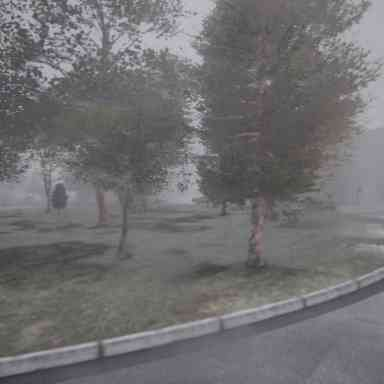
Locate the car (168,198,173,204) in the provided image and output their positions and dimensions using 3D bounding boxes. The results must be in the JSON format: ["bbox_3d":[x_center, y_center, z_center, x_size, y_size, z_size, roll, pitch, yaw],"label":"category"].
[{"bbox_3d":[-8.352,2.539,86.825,5.366,1.575,1.946,1,-1,-8],"label":"car"}]

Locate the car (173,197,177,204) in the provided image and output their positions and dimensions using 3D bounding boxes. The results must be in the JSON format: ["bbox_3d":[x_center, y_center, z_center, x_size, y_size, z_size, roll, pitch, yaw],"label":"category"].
[{"bbox_3d":[-7.500,2.390,89.783,5.566,2.045,2.435,1,-2,-8],"label":"car"}]

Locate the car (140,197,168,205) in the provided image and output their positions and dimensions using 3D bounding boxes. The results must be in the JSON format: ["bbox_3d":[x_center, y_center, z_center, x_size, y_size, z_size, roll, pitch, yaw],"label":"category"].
[{"bbox_3d":[-9.370,2.080,81.070,5.566,2.045,2.435,1,-2,-8],"label":"car"}]

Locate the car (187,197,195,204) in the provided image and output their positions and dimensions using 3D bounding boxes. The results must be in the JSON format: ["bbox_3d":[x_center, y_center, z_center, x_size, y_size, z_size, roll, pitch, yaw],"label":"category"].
[{"bbox_3d":[2.317,1.283,50.634,4.902,1.511,2.128,0,-2,28],"label":"car"}]

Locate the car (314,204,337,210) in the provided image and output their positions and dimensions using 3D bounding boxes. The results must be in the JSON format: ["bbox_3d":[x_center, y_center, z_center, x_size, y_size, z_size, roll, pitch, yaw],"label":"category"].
[{"bbox_3d":[14.677,1.402,38.745,1.994,1.385,4.181,2,-2,-25],"label":"car"}]
